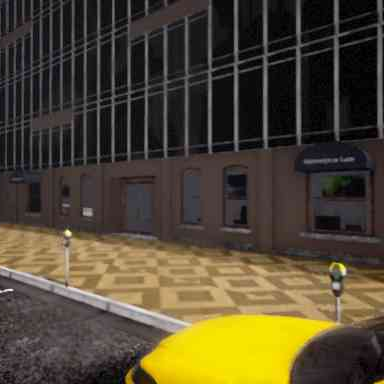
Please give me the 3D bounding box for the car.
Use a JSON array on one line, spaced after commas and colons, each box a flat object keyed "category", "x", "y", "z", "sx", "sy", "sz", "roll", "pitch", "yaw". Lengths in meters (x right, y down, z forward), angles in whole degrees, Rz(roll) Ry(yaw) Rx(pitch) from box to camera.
[{"category": "car", "x": 1.851, "y": 1.477, "z": 2.051, "sx": 5.366, "sy": 1.575, "sz": 1.801, "roll": 0, "pitch": 0, "yaw": 38}]
